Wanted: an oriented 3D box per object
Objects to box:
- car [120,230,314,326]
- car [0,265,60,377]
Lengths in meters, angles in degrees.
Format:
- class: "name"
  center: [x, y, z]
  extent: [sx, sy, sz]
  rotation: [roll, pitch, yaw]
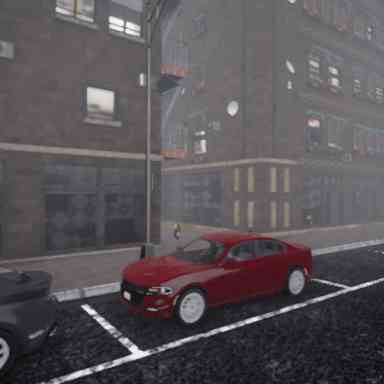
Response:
- class: "car"
  center: [0.713, 1.556, 7.067]
  extent: [4.507, 1.381, 1.887]
  rotation: [0, 0, -35]
- class: "car"
  center: [-3.876, 1.548, 3.794]
  extent: [4.403, 1.369, 2.008]
  rotation: [0, 0, -35]
